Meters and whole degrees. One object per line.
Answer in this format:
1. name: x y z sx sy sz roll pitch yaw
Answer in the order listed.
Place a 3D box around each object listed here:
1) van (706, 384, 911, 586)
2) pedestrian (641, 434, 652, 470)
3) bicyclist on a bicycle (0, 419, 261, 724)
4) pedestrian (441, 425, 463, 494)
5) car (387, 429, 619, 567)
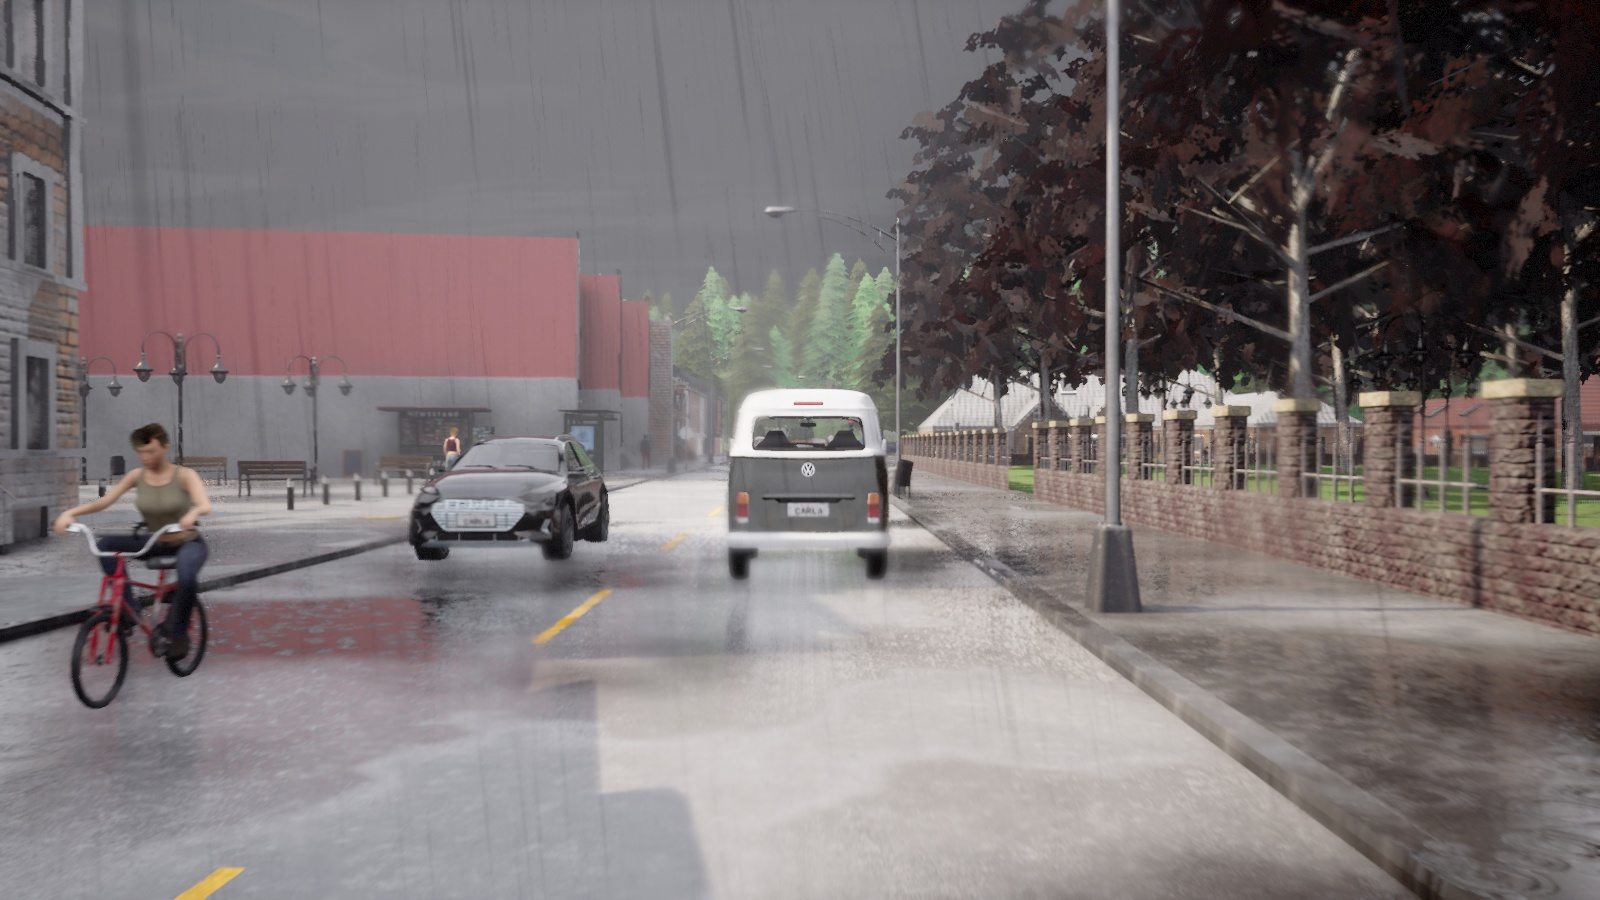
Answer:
1. van: 0.100 0.379 14.934 2.069 2.038 4.480 0 -1 0
2. pedestrian: -7.918 0.086 64.581 0.353 1.847 0.614 0 0 16
3. bicyclist on a bicycle: -3.938 0.638 7.393 0.866 1.612 1.509 0 0 1
4. pedestrian: -9.434 0.257 34.065 0.345 1.836 0.594 0 0 13
5. car: -3.886 0.577 17.375 2.033 1.649 4.856 0 0 0
